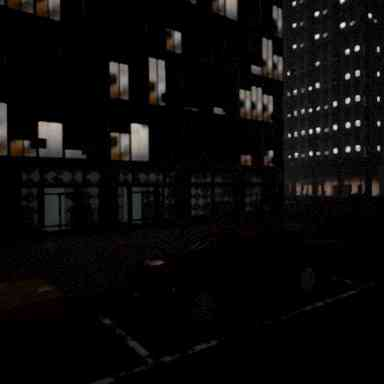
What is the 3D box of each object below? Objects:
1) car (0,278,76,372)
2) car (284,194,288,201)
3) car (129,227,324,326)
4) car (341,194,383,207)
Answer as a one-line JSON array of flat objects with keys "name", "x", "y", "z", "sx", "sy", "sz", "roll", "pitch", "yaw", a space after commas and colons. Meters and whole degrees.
[{"name": "car", "x": -3.837, "y": 1.544, "z": 3.542, "sx": 4.829, "sy": 1.417, "sz": 1.752, "roll": -1, "pitch": 1, "yaw": -35}, {"name": "car", "x": 11.838, "y": 0.551, "z": 48.739, "sx": 1.837, "sy": 1.490, "sz": 4.892, "roll": -1, "pitch": 1, "yaw": -33}, {"name": "car", "x": 0.891, "y": 1.472, "z": 6.922, "sx": 4.507, "sy": 1.381, "sz": 1.887, "roll": -1, "pitch": 1, "yaw": -36}, {"name": "car", "x": 17.729, "y": 0.853, "z": 34.830, "sx": 1.802, "sy": 1.307, "sz": 4.206, "roll": 0, "pitch": 1, "yaw": -32}]
